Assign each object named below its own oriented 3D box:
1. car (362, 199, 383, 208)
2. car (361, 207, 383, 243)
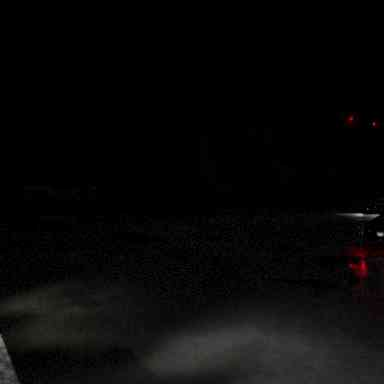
[{"bbox_3d":[19.912,1.521,35.338,4.892,1.490,1.837,0,0,-35],"label":"car"},{"bbox_3d":[9.520,1.533,14.831,4.674,1.442,1.812,0,0,-35],"label":"car"}]
